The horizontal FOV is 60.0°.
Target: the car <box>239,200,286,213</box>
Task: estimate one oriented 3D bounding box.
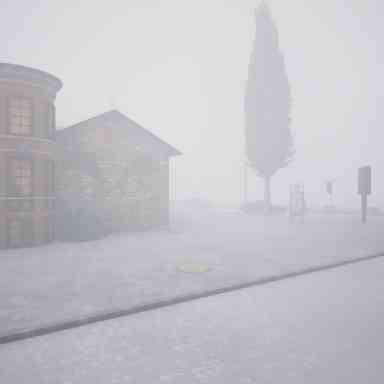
[{"bbox_3d":[7.437,1.547,35.842,2.033,1.411,5.357,0,0,-36],"label":"car"}]

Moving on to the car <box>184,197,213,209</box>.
[{"bbox_3d":[0.812,1.491,45.127,2.128,1.511,4.902,0,0,-35],"label":"car"}]

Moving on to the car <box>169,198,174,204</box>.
[{"bbox_3d":[-5.334,1.601,60.937,1.895,1.301,4.718,0,0,-35],"label":"car"}]
